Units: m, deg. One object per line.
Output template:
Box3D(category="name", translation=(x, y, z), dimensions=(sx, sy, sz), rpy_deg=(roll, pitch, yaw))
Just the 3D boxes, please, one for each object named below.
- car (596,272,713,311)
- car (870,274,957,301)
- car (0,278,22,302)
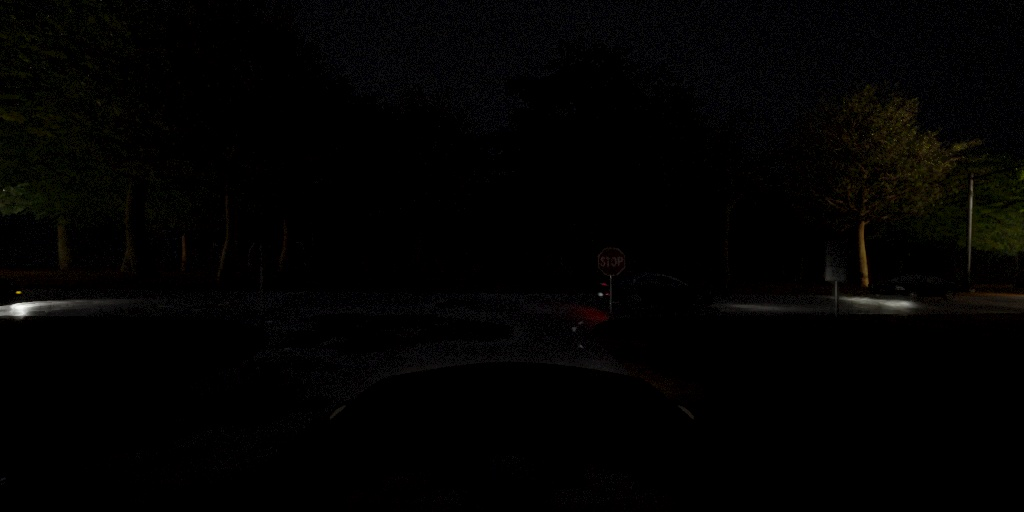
Box3D(category="car", translation=(6.079, 1.444, 15.316), dimensions=(4.902, 1.511, 2.128), rpy_deg=(1, 0, -9))
Box3D(category="car", translation=(24.754, 1.882, 22.167), dimensions=(5.008, 1.535, 1.882), rpy_deg=(2, 0, -13))
Box3D(category="car", translation=(-19.510, 0.956, 11.908), dimensions=(4.181, 1.385, 1.994), rpy_deg=(1, 1, -6))
